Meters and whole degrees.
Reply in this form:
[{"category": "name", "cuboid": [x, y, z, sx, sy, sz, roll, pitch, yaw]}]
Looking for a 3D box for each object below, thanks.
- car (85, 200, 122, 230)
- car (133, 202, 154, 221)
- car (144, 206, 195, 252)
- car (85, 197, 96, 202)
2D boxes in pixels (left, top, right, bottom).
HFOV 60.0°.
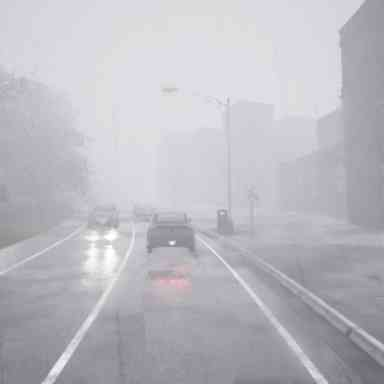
[{"category": "car", "cuboid": [-5.697, 1.546, 21.825, 2.128, 1.511, 4.902, 1, 0, -11]}, {"category": "car", "cuboid": [-4.545, 1.671, 31.788, 1.812, 1.442, 4.674, 1, 0, -16]}, {"category": "car", "cuboid": [-0.999, 1.565, 14.318, 1.837, 1.490, 4.892, 1, 0, -7]}, {"category": "car", "cuboid": [-18.391, 1.562, 60.485, 1.895, 1.301, 4.718, 2, 0, -19]}]
